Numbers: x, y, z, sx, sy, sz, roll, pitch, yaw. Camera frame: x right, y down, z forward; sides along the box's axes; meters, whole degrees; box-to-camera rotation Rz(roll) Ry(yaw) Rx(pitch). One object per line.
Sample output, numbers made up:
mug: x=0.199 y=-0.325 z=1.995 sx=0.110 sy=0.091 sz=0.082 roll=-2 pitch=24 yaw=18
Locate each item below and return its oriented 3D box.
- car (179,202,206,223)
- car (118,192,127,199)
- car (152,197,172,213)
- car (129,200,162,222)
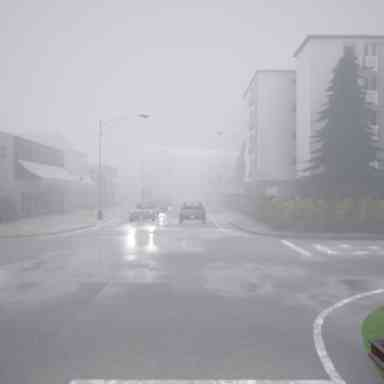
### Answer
car: x=0.028 y=1.450 z=24.867 sx=2.128 sy=1.511 sz=4.902 roll=0 pitch=0 yaw=0
car: x=-19.193 y=1.346 z=91.880 sx=2.007 sy=1.523 sz=4.514 roll=0 pitch=0 yaw=0
car: x=-3.702 y=1.434 z=36.949 sx=2.128 sy=1.511 sz=4.902 roll=0 pitch=0 yaw=0
car: x=-3.674 y=1.560 z=26.036 sx=1.895 sy=1.301 sz=4.718 roll=0 pitch=0 yaw=0
